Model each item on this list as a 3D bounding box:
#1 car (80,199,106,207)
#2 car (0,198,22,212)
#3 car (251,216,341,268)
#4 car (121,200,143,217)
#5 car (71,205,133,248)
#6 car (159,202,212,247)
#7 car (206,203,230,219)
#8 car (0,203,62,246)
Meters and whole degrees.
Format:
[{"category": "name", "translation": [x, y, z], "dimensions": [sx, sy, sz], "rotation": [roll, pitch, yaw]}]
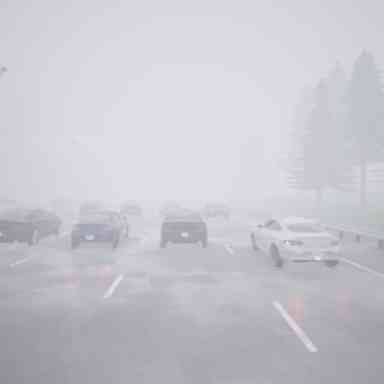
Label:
[{"category": "car", "translation": [-9.063, 1.407, 30.682], "dimensions": [1.882, 1.535, 5.008], "rotation": [0, 0, -8]}, {"category": "car", "translation": [-21.050, 1.447, 37.692], "dimensions": [1.994, 1.385, 4.181], "rotation": [0, 0, -10]}, {"category": "car", "translation": [3.286, 1.521, 11.218], "dimensions": [1.812, 1.442, 4.674], "rotation": [0, 0, -2]}, {"category": "car", "translation": [-5.499, 1.467, 30.343], "dimensions": [1.812, 1.442, 4.674], "rotation": [0, 0, -8]}, {"category": "car", "translation": [-3.901, 1.494, 14.522], "dimensions": [1.812, 1.442, 4.674], "rotation": [0, 0, -4]}, {"category": "car", "translation": [-0.419, 1.456, 15.006], "dimensions": [1.882, 1.535, 5.008], "rotation": [0, 0, -3]}, {"category": "car", "translation": [1.848, 1.568, 28.271], "dimensions": [1.895, 1.301, 4.718], "rotation": [0, 0, -7]}, {"category": "car", "translation": [-7.430, 1.434, 15.024], "dimensions": [1.882, 1.535, 5.008], "rotation": [0, 0, -4]}]
